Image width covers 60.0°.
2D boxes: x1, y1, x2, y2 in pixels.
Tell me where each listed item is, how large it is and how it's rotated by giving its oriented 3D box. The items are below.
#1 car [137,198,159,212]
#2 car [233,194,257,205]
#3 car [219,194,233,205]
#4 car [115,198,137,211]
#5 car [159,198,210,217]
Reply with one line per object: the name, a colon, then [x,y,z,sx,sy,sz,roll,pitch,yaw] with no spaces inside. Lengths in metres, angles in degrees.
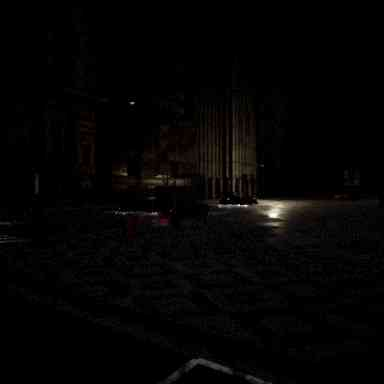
car: [-3.430,1.362,36.375,1.812,1.442,4.674,0,0,36]
car: [8.838,1.361,53.429,1.994,1.385,4.181,0,0,35]
car: [6.305,1.156,55.471,2.097,1.767,4.553,0,0,36]
car: [-6.251,1.396,38.017,2.033,1.411,5.357,0,0,36]
car: [-0.286,1.315,29.422,2.128,1.511,4.902,0,0,35]
